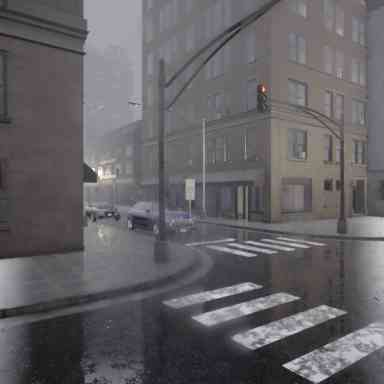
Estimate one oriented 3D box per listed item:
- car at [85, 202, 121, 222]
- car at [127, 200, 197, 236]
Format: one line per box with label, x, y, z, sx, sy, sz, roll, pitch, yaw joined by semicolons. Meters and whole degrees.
car;-7.014;1.433;25.317;1.994;1.385;4.181;0;0;-35
car;-1.717;1.269;17.916;2.097;1.767;4.553;0;0;-36
